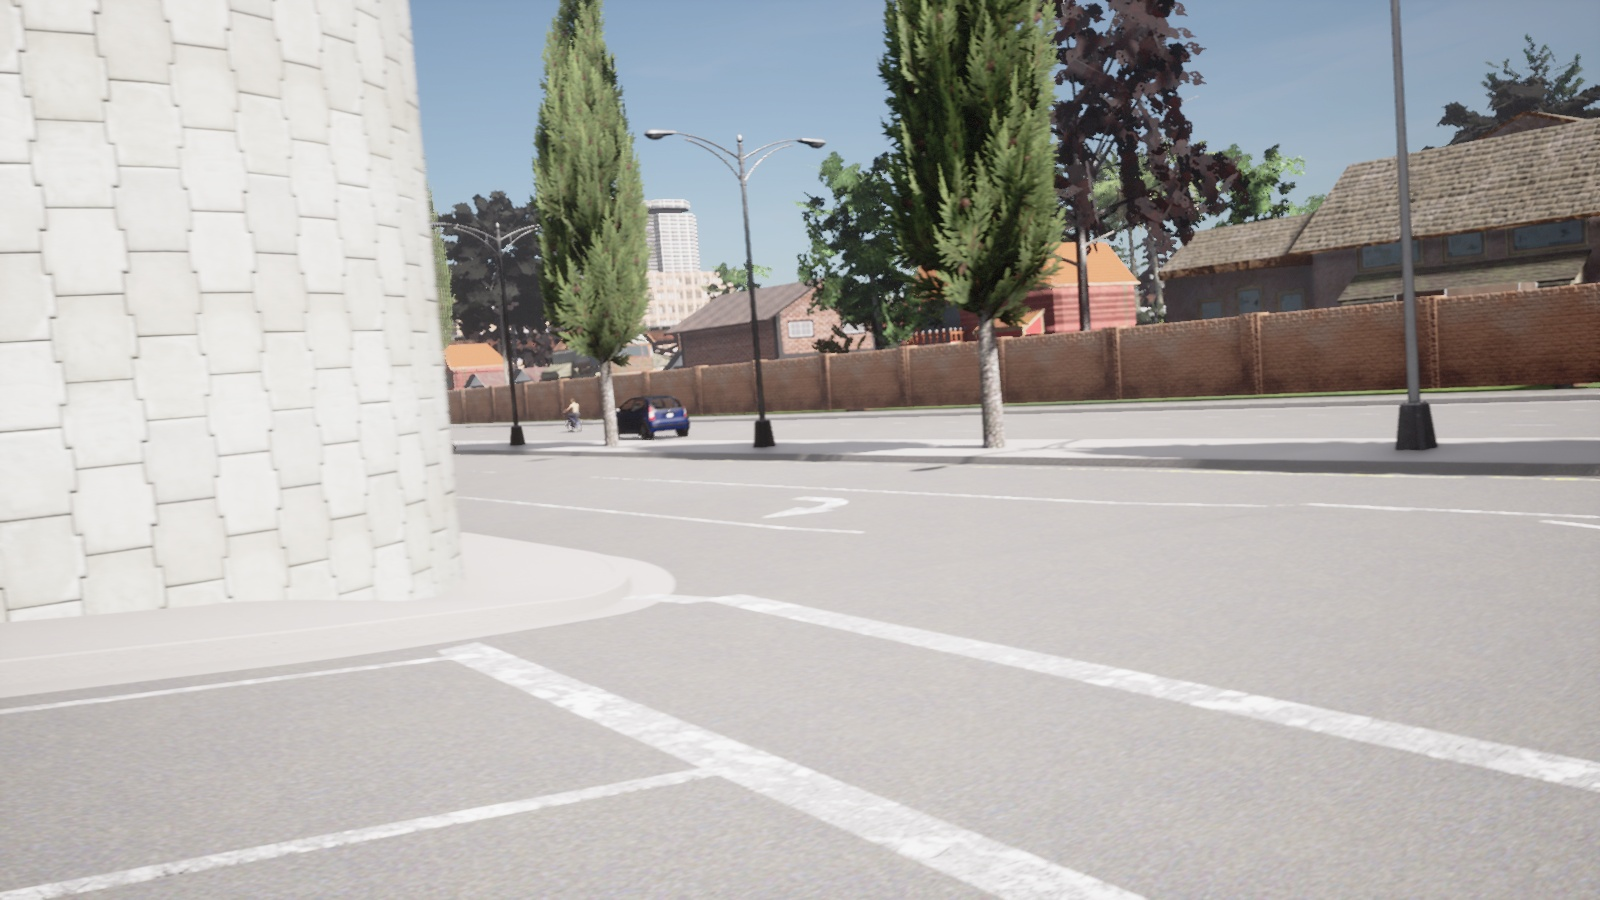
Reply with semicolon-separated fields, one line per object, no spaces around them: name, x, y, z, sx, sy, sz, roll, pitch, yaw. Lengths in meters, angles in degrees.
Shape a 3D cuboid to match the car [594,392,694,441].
car;-5.858;-1.222;46.791;1.851;1.617;3.988;-7;4;-36
